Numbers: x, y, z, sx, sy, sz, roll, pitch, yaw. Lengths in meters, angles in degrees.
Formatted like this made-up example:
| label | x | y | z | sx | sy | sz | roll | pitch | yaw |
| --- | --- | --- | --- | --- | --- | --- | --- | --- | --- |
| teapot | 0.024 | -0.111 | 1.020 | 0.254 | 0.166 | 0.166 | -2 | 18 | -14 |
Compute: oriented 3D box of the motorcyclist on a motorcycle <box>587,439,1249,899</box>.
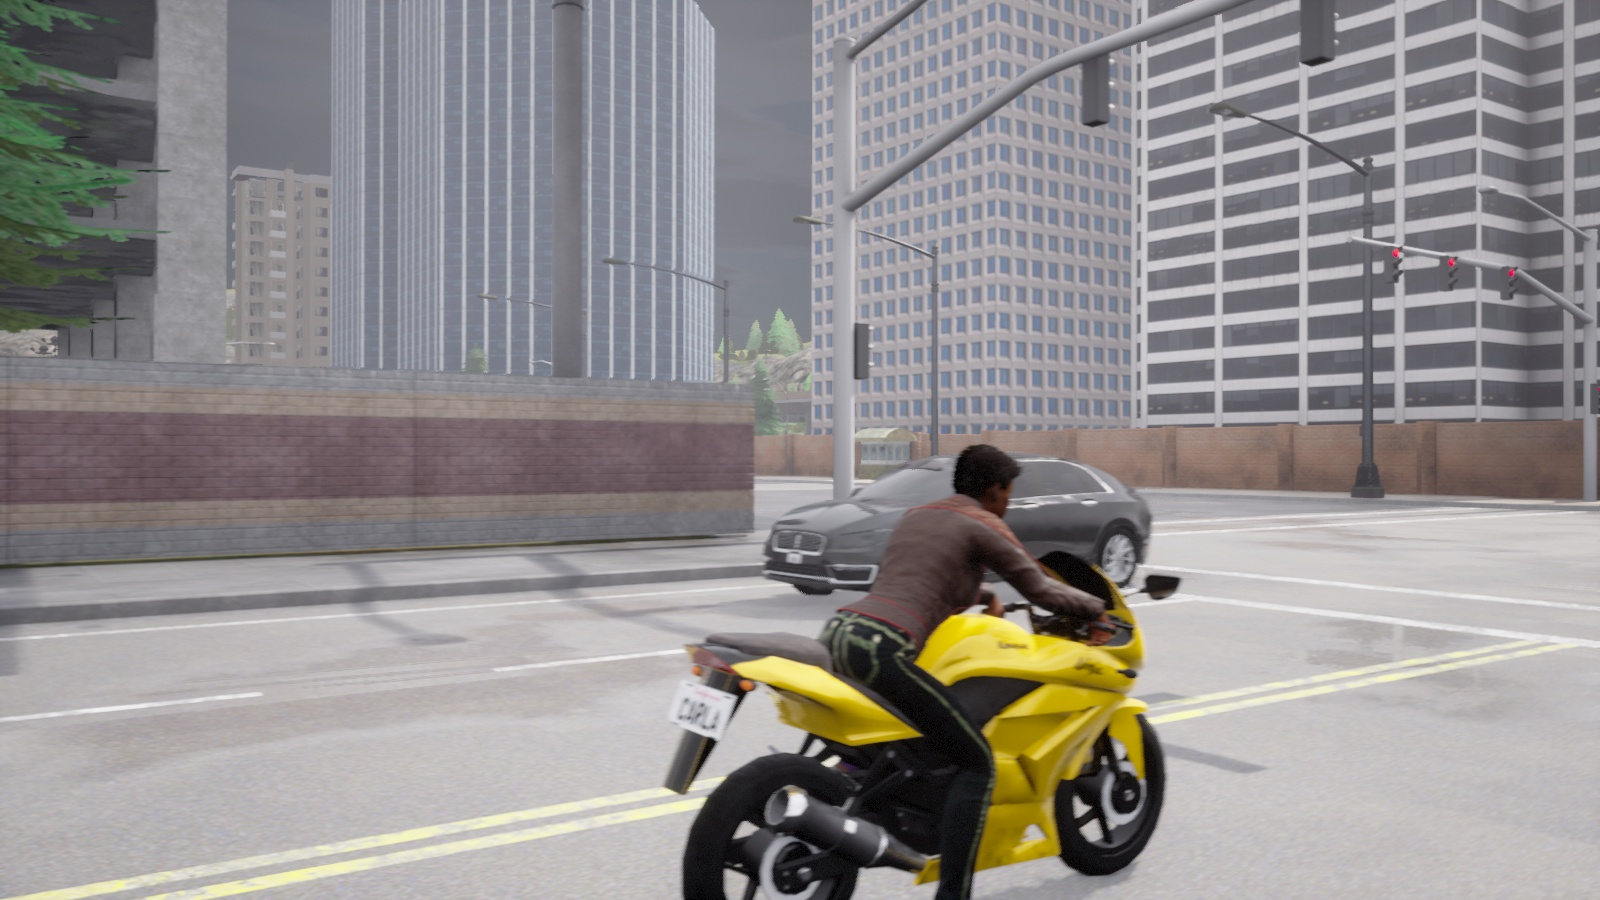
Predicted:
| label | x | y | z | sx | sy | sz | roll | pitch | yaw |
| --- | --- | --- | --- | --- | --- | --- | --- | --- | --- |
| motorcyclist on a motorcycle | 0.440 | 0.736 | 3.965 | 2.044 | 1.523 | 0.797 | 0 | 0 | -35 |

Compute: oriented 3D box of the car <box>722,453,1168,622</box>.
| label | x | y | z | sx | sy | sz | roll | pitch | yaw |
| --- | --- | --- | --- | --- | --- | --- | --- | --- | --- |
| car | 1.694 | 0.779 | 13.377 | 4.892 | 1.490 | 1.837 | 0 | 0 | -39 |
